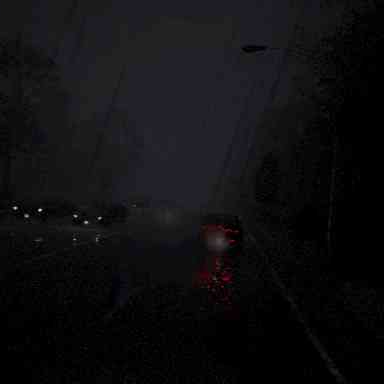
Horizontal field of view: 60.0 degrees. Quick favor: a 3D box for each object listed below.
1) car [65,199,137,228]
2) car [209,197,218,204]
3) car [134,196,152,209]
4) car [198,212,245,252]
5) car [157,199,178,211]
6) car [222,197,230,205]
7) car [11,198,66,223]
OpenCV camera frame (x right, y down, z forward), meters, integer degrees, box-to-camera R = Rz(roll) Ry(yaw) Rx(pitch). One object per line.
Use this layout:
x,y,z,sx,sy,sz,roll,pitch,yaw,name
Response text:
-5.259,1.250,20.138,2.033,1.411,5.357,4,0,6,car
5.844,2.273,91.629,2.097,1.767,4.553,4,0,6,car
-6.411,1.281,41.719,2.033,1.411,5.357,4,0,6,car
1.360,1.698,15.346,1.837,1.490,4.892,4,0,6,car
-2.975,1.564,41.078,1.994,1.385,4.181,4,0,6,car
9.382,2.418,91.802,2.150,2.045,5.566,4,0,6,car
-8.757,1.032,20.277,1.895,1.301,4.718,4,0,6,car
